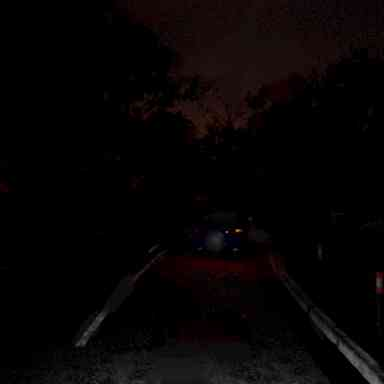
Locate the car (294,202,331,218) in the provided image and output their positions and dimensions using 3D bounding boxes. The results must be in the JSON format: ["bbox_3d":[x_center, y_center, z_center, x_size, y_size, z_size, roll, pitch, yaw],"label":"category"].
[{"bbox_3d":[11.107,1.576,30.420,1.895,1.301,4.718,0,0,40],"label":"car"}]

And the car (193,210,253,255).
[{"bbox_3d":[1.355,1.441,13.301,1.882,1.535,5.008,0,0,12],"label":"car"}]
